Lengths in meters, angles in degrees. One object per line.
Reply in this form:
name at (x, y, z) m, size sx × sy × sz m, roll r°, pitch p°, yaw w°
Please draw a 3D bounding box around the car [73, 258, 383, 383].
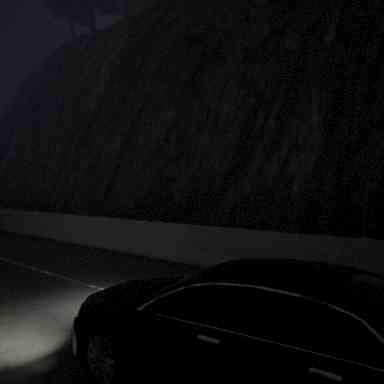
car at (0.696, 1.509, 3.598) m, size 4.892 × 1.490 × 1.837 m, roll 0°, pitch 0°, yaw 36°
